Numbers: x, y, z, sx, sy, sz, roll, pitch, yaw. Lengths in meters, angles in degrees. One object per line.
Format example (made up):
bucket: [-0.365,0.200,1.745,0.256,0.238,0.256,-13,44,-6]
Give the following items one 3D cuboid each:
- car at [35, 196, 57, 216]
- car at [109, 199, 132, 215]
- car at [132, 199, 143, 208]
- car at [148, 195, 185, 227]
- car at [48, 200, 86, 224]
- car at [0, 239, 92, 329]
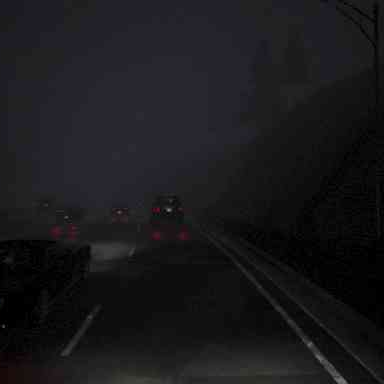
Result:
car: [-15.452,1.415,35.674,2.150,2.045,5.566,0,0,-20]
car: [-7.626,1.696,34.611,1.895,1.301,4.718,-1,0,-15]
car: [-8.692,1.709,47.758,1.895,1.301,4.718,-1,0,-26]
car: [-1.880,1.244,23.604,2.150,2.045,5.566,-1,0,-10]
car: [-9.568,1.611,26.453,2.128,1.511,4.902,0,0,-11]
car: [-3.527,1.645,6.989,1.895,1.301,4.718,-1,0,-3]
